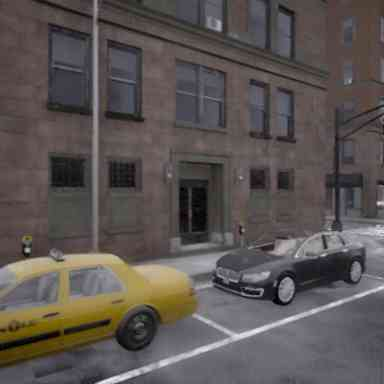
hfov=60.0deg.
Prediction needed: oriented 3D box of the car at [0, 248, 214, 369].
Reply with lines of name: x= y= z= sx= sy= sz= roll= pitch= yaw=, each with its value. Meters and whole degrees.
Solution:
car: x=-2.165 y=1.526 z=4.643 sx=4.829 sy=1.417 sz=1.752 roll=0 pitch=0 yaw=-35

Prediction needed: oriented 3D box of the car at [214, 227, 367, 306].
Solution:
car: x=2.466 y=1.556 z=7.946 sx=4.403 sy=1.369 sz=2.008 roll=0 pitch=0 yaw=-35
